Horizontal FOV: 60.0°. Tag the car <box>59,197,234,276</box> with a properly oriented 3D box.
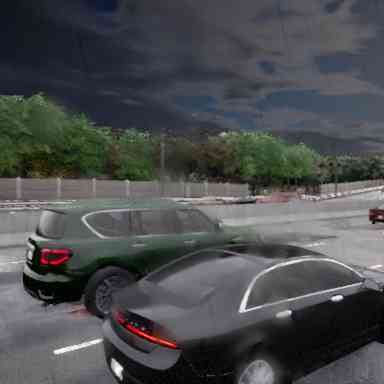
[{"bbox_3d":[-1.347,1.220,11.377,5.566,2.045,2.150,0,0,-35],"label":"car"}]

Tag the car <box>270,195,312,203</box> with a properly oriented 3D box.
[{"bbox_3d":[10.261,1.376,32.659,5.008,1.535,1.882,0,0,-35],"label":"car"}]

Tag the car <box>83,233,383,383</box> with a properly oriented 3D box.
[{"bbox_3d":[1.221,1.510,4.737,4.892,1.490,1.837,0,0,-35],"label":"car"}]

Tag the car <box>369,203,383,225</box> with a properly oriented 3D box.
[{"bbox_3d":[13.702,1.393,22.040,5.008,1.535,1.882,0,0,-35],"label":"car"}]

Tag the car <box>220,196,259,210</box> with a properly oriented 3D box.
[{"bbox_3d":[6.163,1.364,42.599,5.008,1.535,1.882,0,0,-35],"label":"car"}]

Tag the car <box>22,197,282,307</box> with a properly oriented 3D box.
[{"bbox_3d":[-0.722,1.222,7.526,5.566,2.045,2.150,0,0,-35],"label":"car"}]

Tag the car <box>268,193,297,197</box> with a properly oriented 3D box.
[{"bbox_3d":[9.480,1.114,36.384,5.566,2.045,2.150,0,0,-35],"label":"car"}]
